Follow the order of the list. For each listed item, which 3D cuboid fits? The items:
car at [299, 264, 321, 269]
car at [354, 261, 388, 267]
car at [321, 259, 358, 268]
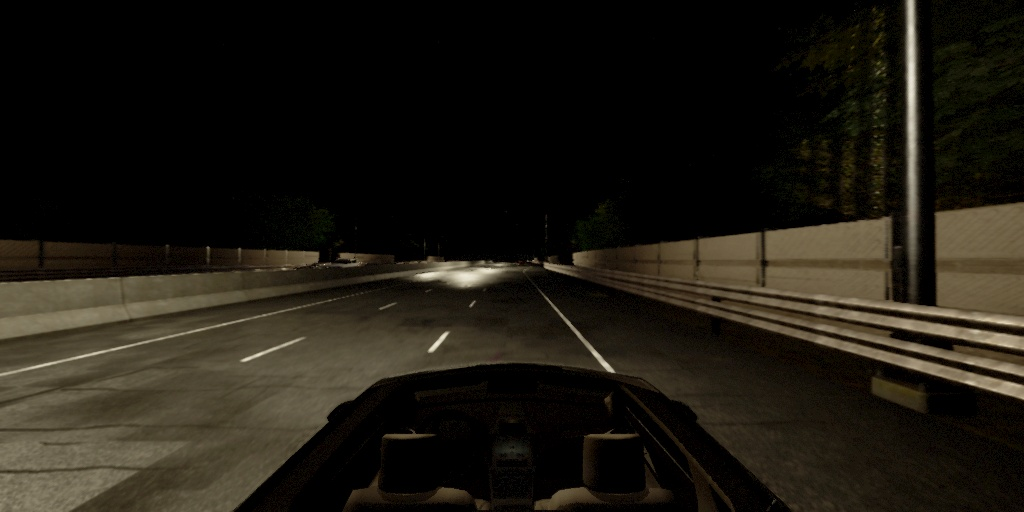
[{"bbox_3d":[-24.551,1.675,44.436,2.033,1.411,5.357,0,0,1],"label":"car"},{"bbox_3d":[-17.557,1.659,44.981,1.812,1.442,4.674,0,-1,0],"label":"car"},{"bbox_3d":[-21.055,1.352,44.914,2.150,2.045,5.566,0,0,0],"label":"car"}]
